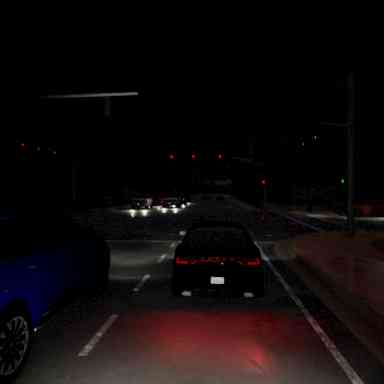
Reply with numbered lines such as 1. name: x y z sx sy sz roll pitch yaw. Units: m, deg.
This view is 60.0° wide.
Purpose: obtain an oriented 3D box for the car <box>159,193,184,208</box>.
1. car: -2.894 1.210 48.923 2.150 2.045 5.566 0 0 5

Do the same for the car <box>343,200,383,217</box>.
1. car: 16.746 1.470 30.951 5.008 1.535 1.882 0 0 5

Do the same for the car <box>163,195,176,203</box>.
1. car: -4.683 1.462 68.858 1.882 1.535 5.008 0 0 5

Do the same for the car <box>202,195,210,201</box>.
1. car: 3.639 1.505 84.720 1.812 1.442 4.674 0 0 5

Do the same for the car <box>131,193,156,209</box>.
1. car: -6.724 1.211 45.313 2.150 2.045 5.566 0 0 3

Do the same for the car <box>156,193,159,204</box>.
1. car: -5.848 1.209 55.623 2.150 2.045 5.566 0 0 5

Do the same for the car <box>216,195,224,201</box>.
1. car: 7.156 1.533 84.781 1.994 1.385 4.181 0 0 5

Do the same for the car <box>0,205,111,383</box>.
1. car: -3.075 1.220 5.481 2.150 2.045 5.566 0 0 3

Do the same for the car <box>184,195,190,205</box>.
1. car: -2.084 1.339 58.580 2.097 1.767 4.553 0 0 5

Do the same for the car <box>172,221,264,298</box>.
1. car: 0.646 1.476 8.590 1.882 1.535 5.008 0 0 4
